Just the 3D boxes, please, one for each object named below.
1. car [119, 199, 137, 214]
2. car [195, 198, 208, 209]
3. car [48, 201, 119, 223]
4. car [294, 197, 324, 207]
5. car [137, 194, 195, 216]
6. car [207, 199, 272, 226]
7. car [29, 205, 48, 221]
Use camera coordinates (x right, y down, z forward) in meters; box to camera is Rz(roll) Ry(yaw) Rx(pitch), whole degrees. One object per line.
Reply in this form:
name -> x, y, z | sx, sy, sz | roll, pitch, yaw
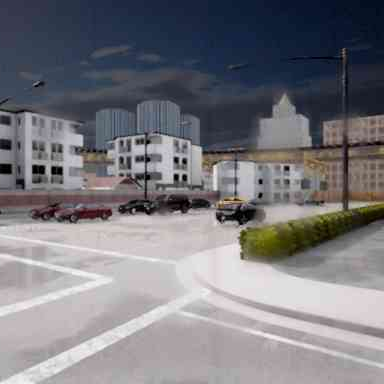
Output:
car -> -5.627, 1.508, 35.010 | 1.837, 1.490, 4.892 | 0, 0, 38
car -> 0.557, 1.529, 42.791 | 1.812, 1.442, 4.674 | 0, 0, 40
car -> -8.284, 1.529, 25.721 | 1.812, 1.442, 4.674 | 0, 0, 37
car -> 18.039, 1.512, 51.313 | 4.892, 1.490, 1.837 | 0, 0, -19
car -> -2.447, 1.225, 33.462 | 2.150, 2.045, 5.566 | 0, 0, 37
car -> 3.520, 1.493, 23.635 | 2.128, 1.511, 4.902 | 0, 0, 37
car -> -11.120, 1.529, 27.771 | 1.812, 1.442, 4.674 | 0, 0, 37
